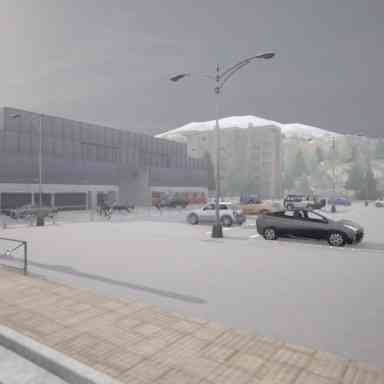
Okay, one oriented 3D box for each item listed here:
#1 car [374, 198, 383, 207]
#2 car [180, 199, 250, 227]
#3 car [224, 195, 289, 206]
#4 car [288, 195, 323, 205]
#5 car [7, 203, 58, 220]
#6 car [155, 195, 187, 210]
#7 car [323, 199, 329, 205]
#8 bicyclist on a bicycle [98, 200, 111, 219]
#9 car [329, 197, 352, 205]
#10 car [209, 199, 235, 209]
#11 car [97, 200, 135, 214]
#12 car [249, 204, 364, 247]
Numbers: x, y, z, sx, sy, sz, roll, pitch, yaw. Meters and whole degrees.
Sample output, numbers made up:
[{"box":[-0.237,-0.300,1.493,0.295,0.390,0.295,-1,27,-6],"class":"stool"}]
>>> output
[{"box":[28.925,1.576,48.718,3.806,1.475,1.970,0,0,35],"class":"car"},{"box":[1.518,1.424,21.918,3.806,1.475,1.970,0,0,35],"class":"car"},{"box":[4.971,1.345,27.337,5.027,1.636,2.152,0,0,35],"class":"car"},{"box":[12.380,1.268,37.767,3.866,1.878,1.905,0,0,35],"class":"car"},{"box":[-14.562,1.740,30.518,1.994,1.385,4.181,0,0,35],"class":"car"},{"box":[-2.776,1.398,47.067,2.150,2.045,5.566,0,0,36],"class":"car"},{"box":[13.727,1.289,40.375,4.605,1.855,1.932,0,0,35],"class":"car"},{"box":[-7.316,1.477,27.796,1.656,1.620,0.582,0,0,35],"class":"bicyclist on a bicycle"},{"box":[24.601,1.565,55.445,3.633,1.501,1.845,0,0,35],"class":"car"},{"box":[4.647,1.777,51.173,1.895,1.301,4.718,0,0,35],"class":"car"},{"box":[-8.805,1.668,38.616,2.128,1.511,4.902,0,0,35],"class":"car"},{"box":[5.143,1.490,14.850,4.514,1.523,2.007,0,0,35],"class":"car"}]
